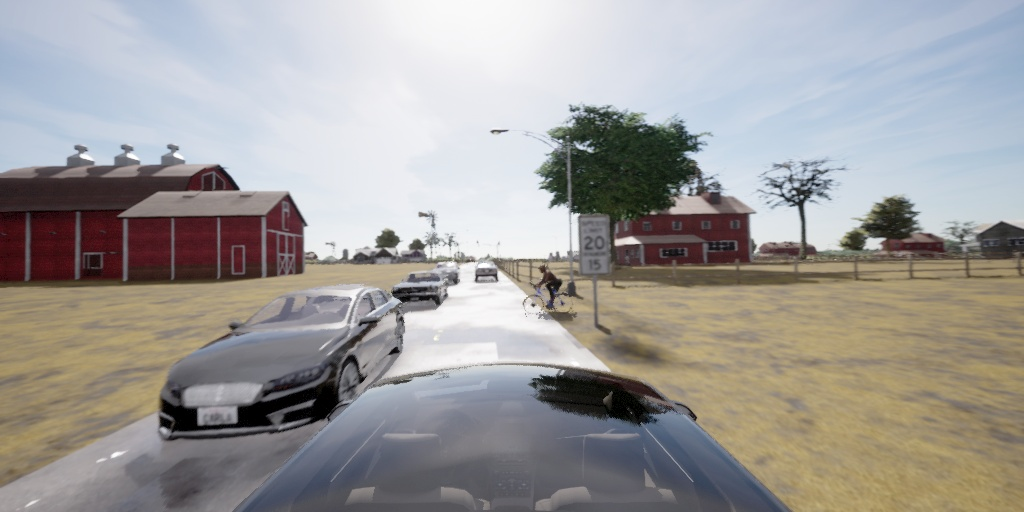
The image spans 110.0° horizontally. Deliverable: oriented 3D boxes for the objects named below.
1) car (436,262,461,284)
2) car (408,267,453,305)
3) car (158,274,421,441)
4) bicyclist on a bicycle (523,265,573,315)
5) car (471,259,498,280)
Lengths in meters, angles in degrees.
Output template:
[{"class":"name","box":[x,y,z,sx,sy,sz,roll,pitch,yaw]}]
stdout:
[{"class":"car","box":[-4.794,1.209,26.318,2.128,1.511,4.902,-1,0,-5]},{"class":"car","box":[-3.932,1.354,16.024,1.895,1.301,4.718,-1,0,-5]},{"class":"car","box":[-3.091,1.289,5.952,2.128,1.511,4.902,-1,0,-5]},{"class":"bicyclist on a bicycle","box":[1.162,1.109,11.683,1.656,1.620,0.582,-1,0,-5]},{"class":"car","box":[-2.105,1.181,29.430,2.033,1.411,5.357,-1,0,-5]}]
